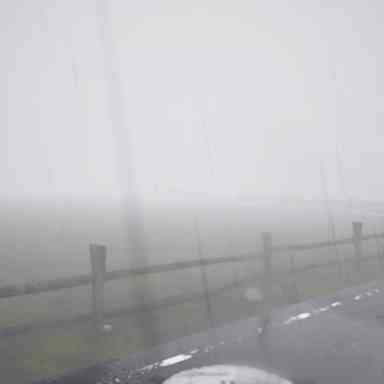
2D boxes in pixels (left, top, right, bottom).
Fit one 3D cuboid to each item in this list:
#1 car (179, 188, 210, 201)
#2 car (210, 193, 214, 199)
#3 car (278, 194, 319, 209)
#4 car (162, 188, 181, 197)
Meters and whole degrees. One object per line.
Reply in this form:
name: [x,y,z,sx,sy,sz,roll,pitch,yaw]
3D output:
car: [0.316,0.597,55.753,1.882,1.535,5.008,1,0,-35]
car: [1.824,0.625,58.580,2.128,1.511,4.902,1,1,-35]
car: [12.303,1.076,38.563,1.882,1.535,5.008,1,1,-35]
car: [-3.905,0.131,66.687,2.150,2.045,5.566,1,1,-35]
